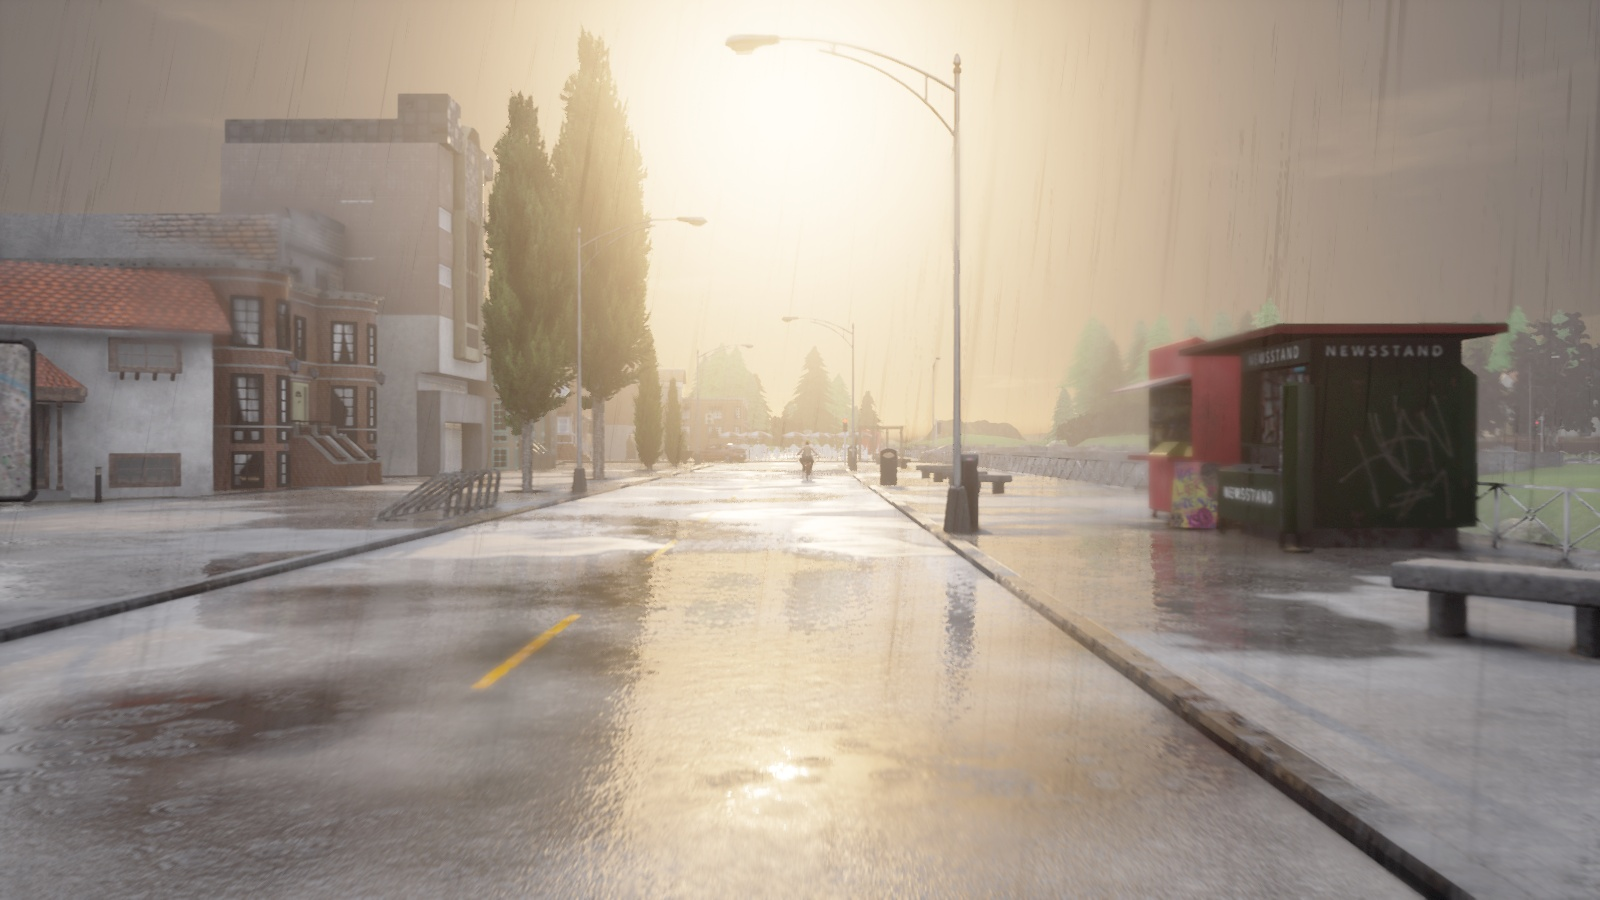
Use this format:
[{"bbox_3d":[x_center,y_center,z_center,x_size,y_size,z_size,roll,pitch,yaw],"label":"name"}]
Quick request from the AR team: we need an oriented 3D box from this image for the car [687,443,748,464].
[{"bbox_3d":[-6.064,0.236,92.205,4.193,1.474,1.816,0,0,32],"label":"car"}]

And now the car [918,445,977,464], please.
[{"bbox_3d":[10.910,0.293,93.294,4.181,1.385,1.994,0,0,1],"label":"car"}]
